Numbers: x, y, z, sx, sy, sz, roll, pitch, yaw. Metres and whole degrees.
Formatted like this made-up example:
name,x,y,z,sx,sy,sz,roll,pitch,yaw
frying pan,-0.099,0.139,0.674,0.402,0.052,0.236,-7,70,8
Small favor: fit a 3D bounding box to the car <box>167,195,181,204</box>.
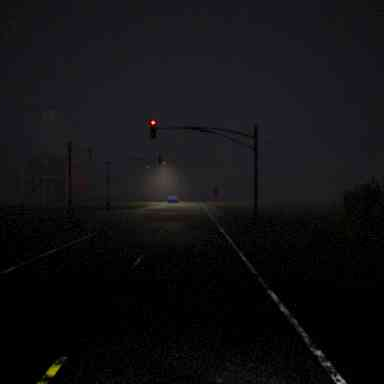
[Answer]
name,x,y,z,sx,sy,sz,roll,pitch,yaw
car,-3.526,1.365,61.819,1.882,1.535,5.008,0,0,1
